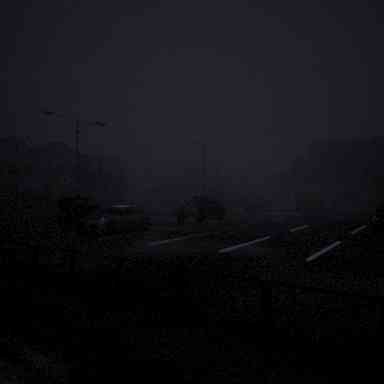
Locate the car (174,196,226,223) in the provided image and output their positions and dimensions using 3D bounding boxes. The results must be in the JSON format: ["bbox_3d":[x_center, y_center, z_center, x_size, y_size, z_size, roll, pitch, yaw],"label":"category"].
[{"bbox_3d":[0.731,1.227,25.058,1.932,1.855,4.605,-1,0,35],"label":"car"}]

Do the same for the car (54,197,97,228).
[{"bbox_3d":[-6.490,1.237,20.525,1.905,1.878,3.866,-1,0,35],"label":"car"}]

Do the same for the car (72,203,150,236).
[{"bbox_3d":[-4.124,1.490,18.107,1.970,1.475,3.806,-1,0,35],"label":"car"}]

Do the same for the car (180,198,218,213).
[{"bbox_3d":[0.834,1.493,37.239,2.007,1.523,4.514,-1,0,35],"label":"car"}]

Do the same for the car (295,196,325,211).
[{"bbox_3d":[13.319,1.255,37.451,2.152,1.636,5.027,-1,0,35],"label":"car"}]

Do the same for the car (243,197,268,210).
[{"bbox_3d":[7.890,1.393,40.887,1.970,1.475,3.806,-1,0,35],"label":"car"}]

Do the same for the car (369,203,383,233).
[{"bbox_3d":[10.500,1.311,17.294,2.007,1.523,4.514,-1,0,35],"label":"car"}]
